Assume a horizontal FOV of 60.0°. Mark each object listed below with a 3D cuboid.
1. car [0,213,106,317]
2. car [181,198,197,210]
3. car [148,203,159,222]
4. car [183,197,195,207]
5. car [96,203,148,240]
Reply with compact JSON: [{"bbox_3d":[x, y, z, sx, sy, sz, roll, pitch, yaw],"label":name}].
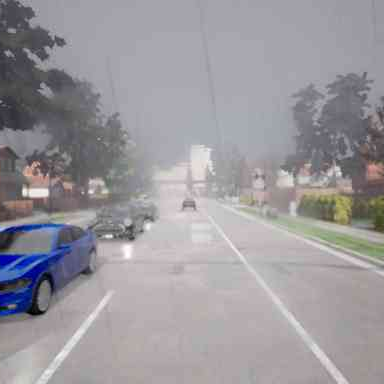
[{"bbox_3d":[-3.657,1.494,7.762,1.882,1.535,5.008,0,0,-1],"label":"car"},{"bbox_3d":[-0.374,1.597,43.629,1.837,1.490,4.892,0,0,-1],"label":"car"},{"bbox_3d":[-3.791,1.605,27.449,2.033,1.411,5.357,0,0,0],"label":"car"},{"bbox_3d":[-0.465,1.629,54.026,1.812,1.442,4.674,0,0,-1],"label":"car"},{"bbox_3d":[-3.734,1.388,17.115,2.097,1.767,4.553,0,0,0],"label":"car"}]
